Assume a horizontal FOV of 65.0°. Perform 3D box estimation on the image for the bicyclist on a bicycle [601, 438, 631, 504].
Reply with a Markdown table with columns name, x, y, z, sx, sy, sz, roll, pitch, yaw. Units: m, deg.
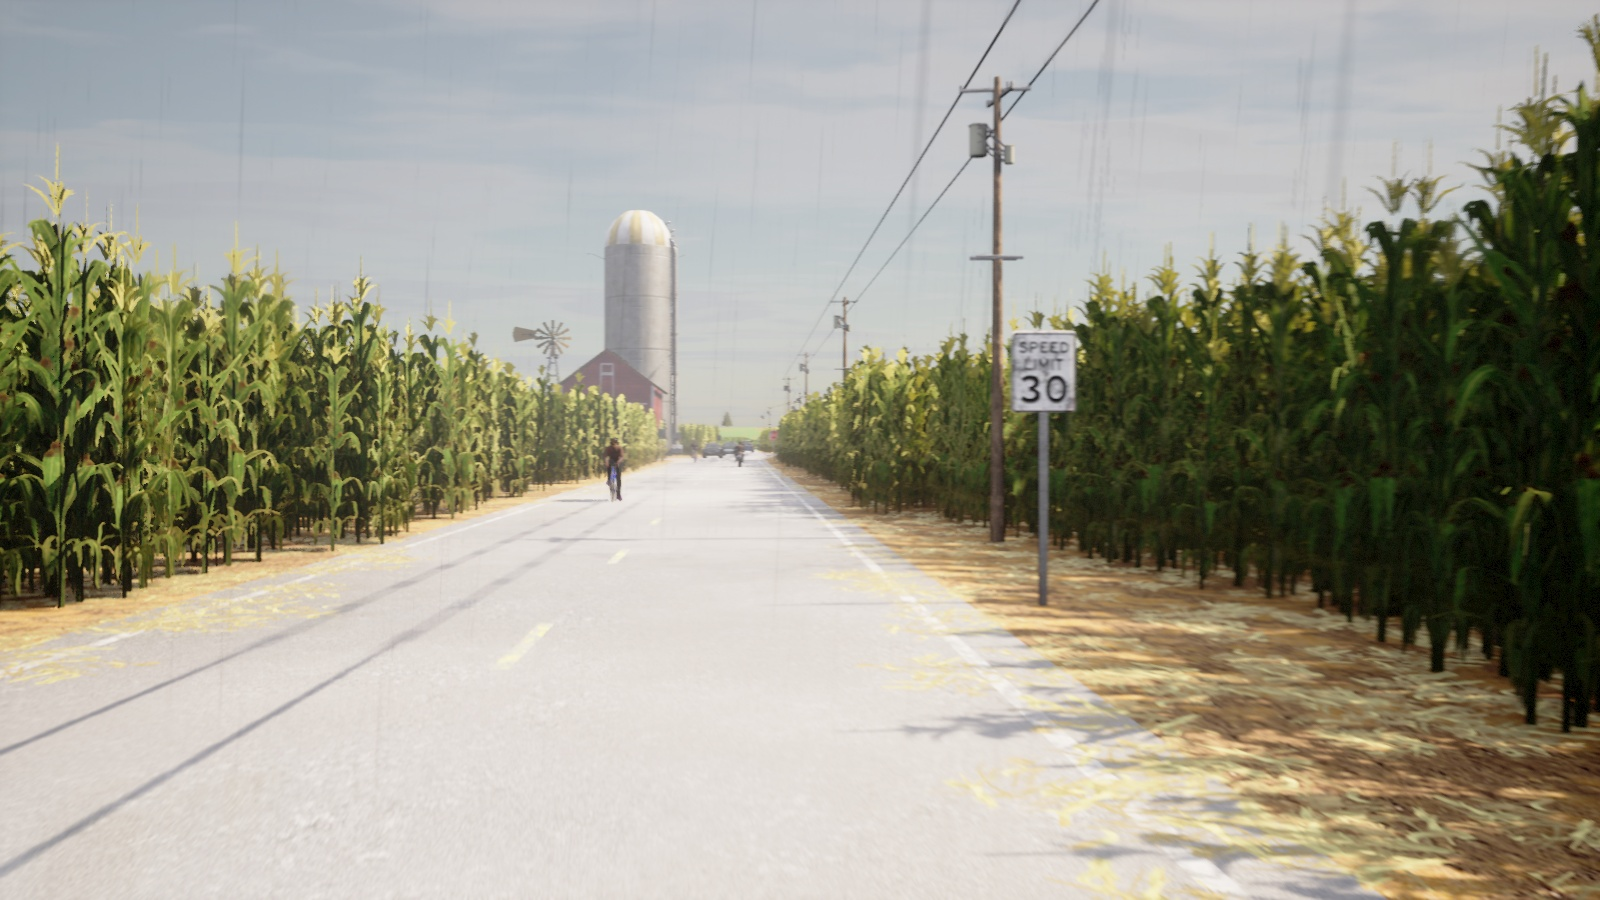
| name | x | y | z | sx | sy | sz | roll | pitch | yaw |
| --- | --- | --- | --- | --- | --- | --- | --- | --- | --- |
| bicyclist on a bicycle | -4.659 | 0.519 | 31.812 | 0.582 | 1.620 | 1.656 | 0 | 1 | -3 |
